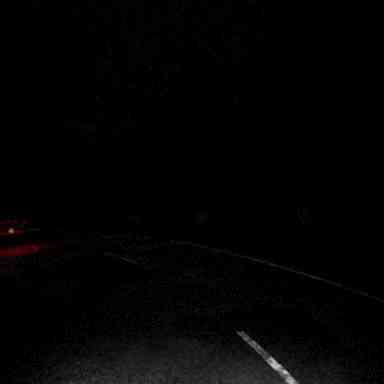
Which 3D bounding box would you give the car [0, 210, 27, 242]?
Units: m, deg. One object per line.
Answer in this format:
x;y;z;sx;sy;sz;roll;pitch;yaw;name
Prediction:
-9.515;1.489;14.819;5.008;1.535;1.882;-1;-1;30;car
